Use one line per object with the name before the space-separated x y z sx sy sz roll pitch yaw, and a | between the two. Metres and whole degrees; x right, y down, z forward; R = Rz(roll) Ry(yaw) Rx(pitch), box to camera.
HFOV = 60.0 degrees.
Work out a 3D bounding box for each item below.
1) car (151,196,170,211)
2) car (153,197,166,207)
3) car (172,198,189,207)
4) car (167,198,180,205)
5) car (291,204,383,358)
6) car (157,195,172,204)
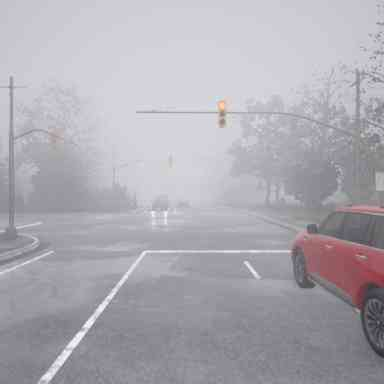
car | -4.071 1.605 42.504 1.837 1.490 4.892 0 -1 -3
car | -6.220 1.817 62.569 2.097 1.767 4.553 0 -1 -10
car | -1.729 1.896 58.088 2.033 1.411 5.357 0 -1 -8
car | -4.634 2.382 83.236 1.882 1.535 5.008 0 -1 -22
car | 3.591 1.226 6.113 2.150 2.045 5.566 0 0 0
car | -4.798 1.465 52.375 2.150 2.045 5.566 0 -1 -7
